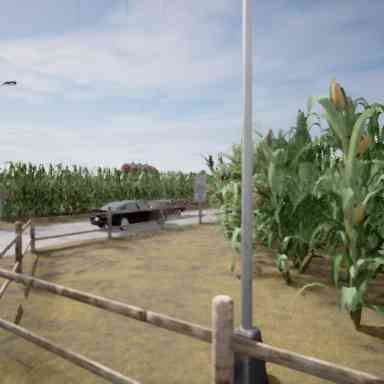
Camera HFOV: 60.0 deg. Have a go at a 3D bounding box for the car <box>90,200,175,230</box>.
[{"bbox_3d":[-3.451,1.223,19.096,1.882,1.535,5.008,0,1,36],"label":"car"}]

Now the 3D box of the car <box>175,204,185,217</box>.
[{"bbox_3d":[-2.637,1.282,25.133,1.895,1.301,4.718,0,1,36],"label":"car"}]
